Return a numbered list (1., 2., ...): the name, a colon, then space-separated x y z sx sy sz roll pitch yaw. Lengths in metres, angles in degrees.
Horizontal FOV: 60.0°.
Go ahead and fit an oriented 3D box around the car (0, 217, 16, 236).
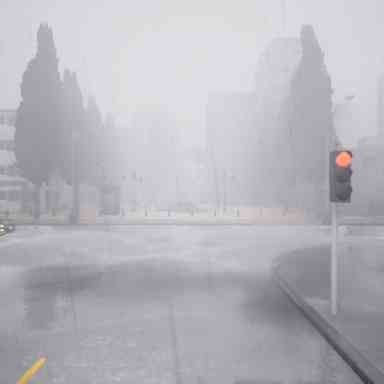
1. car: -11.188 1.496 16.161 4.892 1.490 1.837 0 0 0
